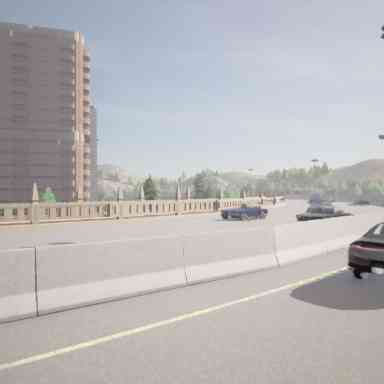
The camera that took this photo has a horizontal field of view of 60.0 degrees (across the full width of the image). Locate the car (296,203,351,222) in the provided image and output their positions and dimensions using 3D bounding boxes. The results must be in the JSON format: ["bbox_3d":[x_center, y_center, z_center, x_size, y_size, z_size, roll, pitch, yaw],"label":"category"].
[{"bbox_3d":[8.492,1.607,21.336,1.895,1.301,4.718,0,0,42],"label":"car"}]

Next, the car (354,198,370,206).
[{"bbox_3d":[28.724,1.619,56.261,1.895,1.301,4.718,0,0,18],"label":"car"}]

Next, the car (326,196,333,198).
[{"bbox_3d":[28.326,1.532,69.014,2.128,1.511,4.902,0,0,11],"label":"car"}]

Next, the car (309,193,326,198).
[{"bbox_3d":[23.313,1.239,62.588,2.150,2.045,5.566,0,0,15],"label":"car"}]

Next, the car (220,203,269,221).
[{"bbox_3d":[4.336,1.608,27.148,1.895,1.301,4.718,0,0,41],"label":"car"}]

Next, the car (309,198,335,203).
[{"bbox_3d":[12.513,1.574,31.914,1.994,1.385,4.181,0,0,35],"label":"car"}]

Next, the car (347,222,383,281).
[{"bbox_3d":[5.911,1.496,8.797,4.902,1.511,2.128,0,0,-40],"label":"car"}]
